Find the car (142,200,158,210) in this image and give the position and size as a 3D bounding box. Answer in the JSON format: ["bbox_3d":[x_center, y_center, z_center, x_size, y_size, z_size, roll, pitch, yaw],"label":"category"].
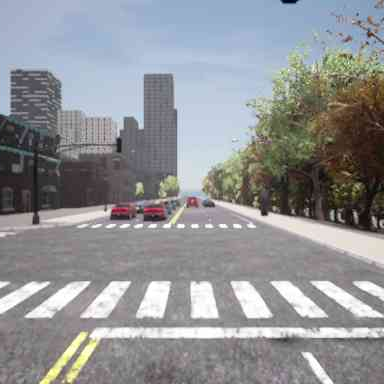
[{"bbox_3d":[-6.619,2.069,52.914,2.033,1.411,5.357,0,-1,0],"label":"car"}]

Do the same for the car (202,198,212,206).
[{"bbox_3d":[3.214,2.191,72.727,1.882,1.535,5.008,0,-1,0],"label":"car"}]

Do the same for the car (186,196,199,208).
[{"bbox_3d":[0.066,1.832,62.009,2.150,2.045,5.566,0,-1,0],"label":"car"}]

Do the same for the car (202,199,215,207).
[{"bbox_3d":[3.321,2.181,62.698,1.994,1.385,4.181,0,-1,0],"label":"car"}]

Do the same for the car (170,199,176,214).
[{"bbox_3d":[-3.372,1.906,40.561,1.837,1.490,4.892,0,-1,0],"label":"car"}]

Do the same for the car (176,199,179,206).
[{"bbox_3d":[-3.366,2.004,50.712,1.837,1.490,4.892,0,0,0],"label":"car"}]

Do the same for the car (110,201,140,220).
[{"bbox_3d":[-6.618,1.800,32.448,1.882,1.535,5.008,0,-1,0],"label":"car"}]

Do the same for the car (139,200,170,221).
[{"bbox_3d":[-3.365,1.786,31.071,1.882,1.535,5.008,0,-1,0],"label":"car"}]

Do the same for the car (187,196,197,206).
[{"bbox_3d":[-0.036,1.937,72.545,2.150,2.045,5.566,0,-1,0],"label":"car"}]
